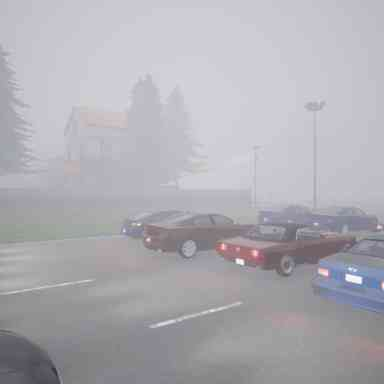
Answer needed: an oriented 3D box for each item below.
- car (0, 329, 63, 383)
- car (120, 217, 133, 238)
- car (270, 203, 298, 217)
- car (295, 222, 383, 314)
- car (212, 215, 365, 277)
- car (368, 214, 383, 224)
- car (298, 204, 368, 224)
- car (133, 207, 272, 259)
[{"bbox_3d":[-3.154,1.492,1.512,4.902,1.511,2.128,0,0,-35],"label":"car"},{"bbox_3d":[-1.087,1.526,15.885,4.674,1.442,1.812,0,0,-36],"label":"car"},{"bbox_3d":[6.383,1.478,21.218,5.008,1.535,1.882,0,0,-36],"label":"car"},{"bbox_3d":[4.835,1.547,7.204,5.357,1.411,2.033,0,0,-35],"label":"car"},{"bbox_3d":[3.114,1.601,10.289,4.718,1.301,1.895,0,0,-35],"label":"car"},{"bbox_3d":[10.526,1.601,15.576,4.718,1.301,1.895,0,0,-36],"label":"car"},{"bbox_3d":[8.326,1.478,18.307,5.008,1.535,1.882,0,0,-36],"label":"car"},{"bbox_3d":[0.538,1.478,12.752,5.008,1.535,1.882,0,0,-35],"label":"car"}]
